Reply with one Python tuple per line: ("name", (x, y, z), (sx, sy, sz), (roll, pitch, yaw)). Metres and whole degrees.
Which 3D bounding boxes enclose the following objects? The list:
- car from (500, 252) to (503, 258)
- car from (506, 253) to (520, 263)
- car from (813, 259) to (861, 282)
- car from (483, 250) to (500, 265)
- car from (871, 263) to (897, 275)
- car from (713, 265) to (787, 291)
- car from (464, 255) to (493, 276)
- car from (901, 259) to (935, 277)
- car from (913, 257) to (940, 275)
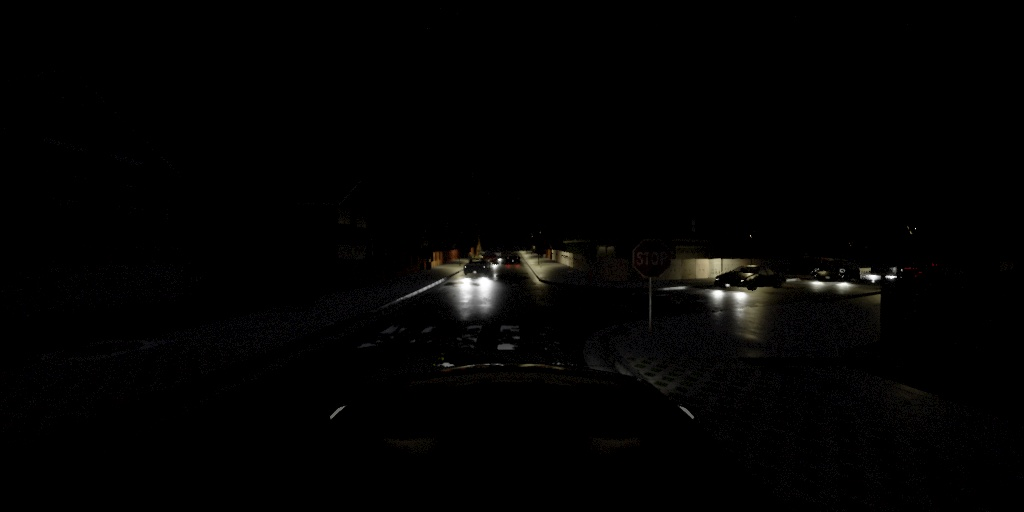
("car", (-2.772, -0.379, 62.103), (1.812, 1.442, 4.674), (0, 2, 1))
("car", (0.102, 0.214, 48.133), (1.895, 1.301, 4.718), (0, 2, 0))
("car", (26.714, 1.140, 29.477), (4.553, 1.767, 2.097), (0, 0, -34))
("car", (-2.835, 0.259, 44.698), (1.812, 1.442, 4.674), (0, 2, 0))
("car", (42.373, 1.473, 40.749), (4.718, 1.301, 1.895), (0, 0, -38))
("car", (14.490, 1.275, 21.669), (5.357, 1.411, 2.033), (0, 0, -31))
("car", (-2.845, 0.858, 29.695), (1.895, 1.301, 4.718), (0, 2, 0))
("car", (40.036, 1.370, 35.453), (4.892, 1.490, 1.837), (0, 0, -38))
("car", (47.970, 1.130, 41.724), (5.566, 2.045, 2.150), (0, 0, -40))
